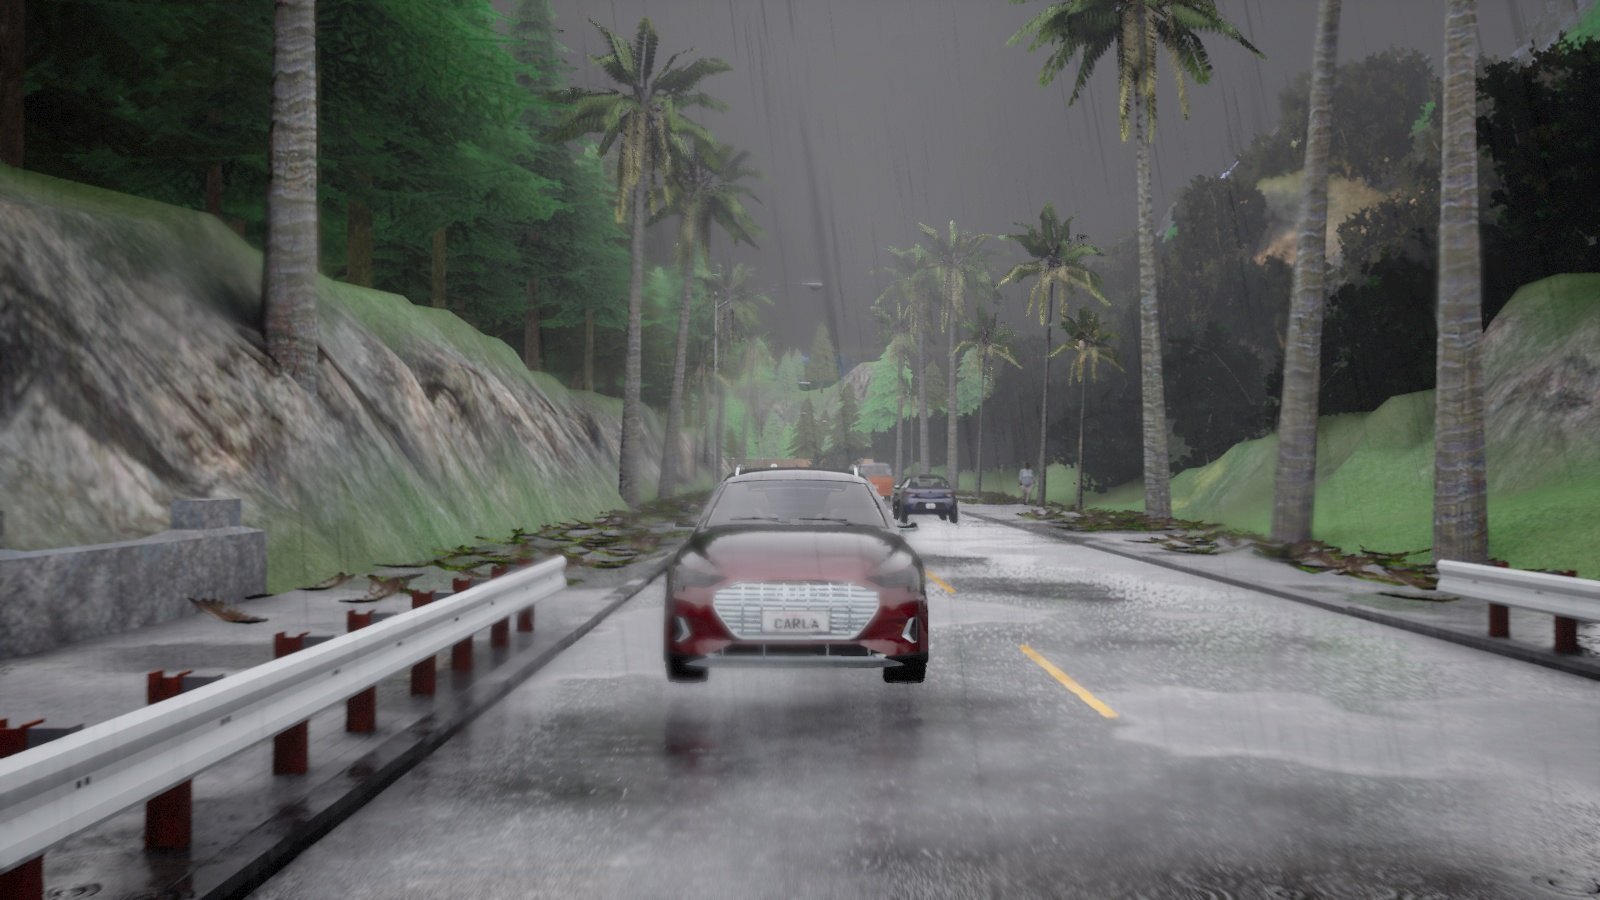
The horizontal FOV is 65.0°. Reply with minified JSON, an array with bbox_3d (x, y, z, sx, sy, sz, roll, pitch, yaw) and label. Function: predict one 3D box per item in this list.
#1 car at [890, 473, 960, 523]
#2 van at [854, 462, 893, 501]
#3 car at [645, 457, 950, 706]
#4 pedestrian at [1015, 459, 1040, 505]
[{"bbox_3d":[3.915,1.481,39.924,1.816,1.474,4.193,0,-1,0],"label":"car"},{"bbox_3d":[3.858,1.659,66.130,1.775,1.987,4.442,0,-1,0],"label":"van"},{"bbox_3d":[-0.023,0.927,10.807,2.033,1.649,4.856,0,-1,0],"label":"car"},{"bbox_3d":[9.365,1.305,51.761,0.874,1.855,0.900,0,-1,0],"label":"pedestrian"}]
